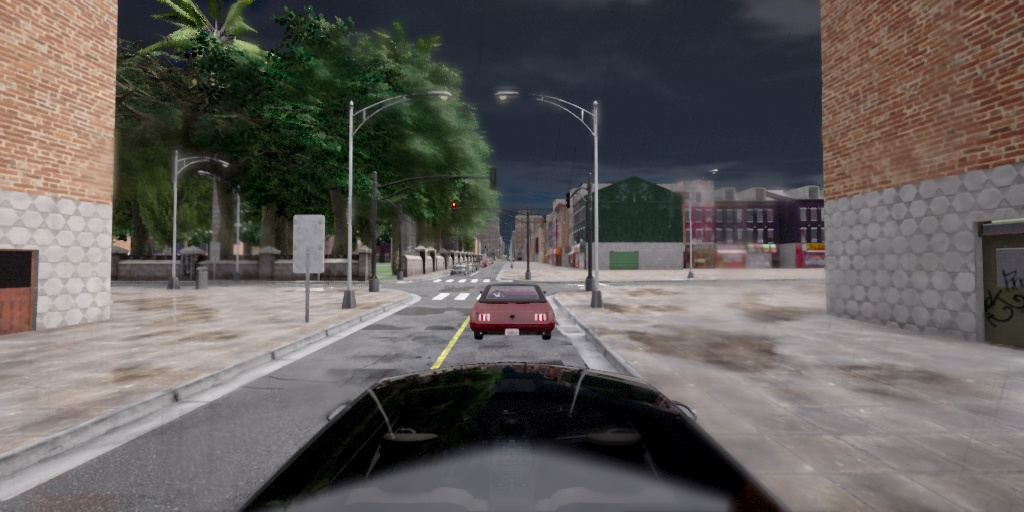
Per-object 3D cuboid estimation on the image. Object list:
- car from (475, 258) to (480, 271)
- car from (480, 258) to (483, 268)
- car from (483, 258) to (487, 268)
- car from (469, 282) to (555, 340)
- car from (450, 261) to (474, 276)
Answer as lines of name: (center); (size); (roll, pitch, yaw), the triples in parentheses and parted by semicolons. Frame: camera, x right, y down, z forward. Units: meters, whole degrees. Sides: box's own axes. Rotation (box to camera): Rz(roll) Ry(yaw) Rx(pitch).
car: (-5.580, 1.345, 45.546); (2.007, 1.370, 4.403); (0, 0, 0)
car: (-5.627, 1.371, 50.996); (1.948, 1.339, 4.313); (0, 0, 0)
car: (-5.720, 1.417, 61.895); (1.802, 1.307, 4.207); (0, 0, 0)
car: (0.025, 1.354, 9.940); (1.895, 1.301, 4.718); (0, 0, 0)
car: (-5.546, 1.333, 38.411); (2.007, 1.370, 4.403); (0, 0, 0)
